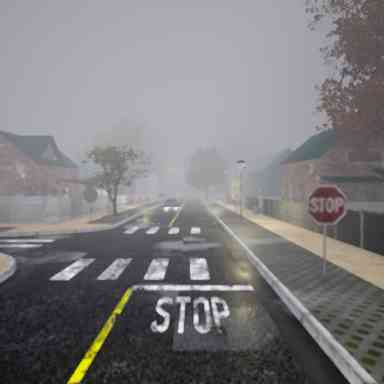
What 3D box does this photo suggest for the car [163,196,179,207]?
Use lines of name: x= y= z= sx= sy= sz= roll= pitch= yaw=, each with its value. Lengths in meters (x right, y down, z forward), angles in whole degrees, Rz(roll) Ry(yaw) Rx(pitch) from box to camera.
car: x=-2.746 y=1.297 z=44.914 sx=1.994 sy=1.385 sz=4.181 roll=0 pitch=0 yaw=0
